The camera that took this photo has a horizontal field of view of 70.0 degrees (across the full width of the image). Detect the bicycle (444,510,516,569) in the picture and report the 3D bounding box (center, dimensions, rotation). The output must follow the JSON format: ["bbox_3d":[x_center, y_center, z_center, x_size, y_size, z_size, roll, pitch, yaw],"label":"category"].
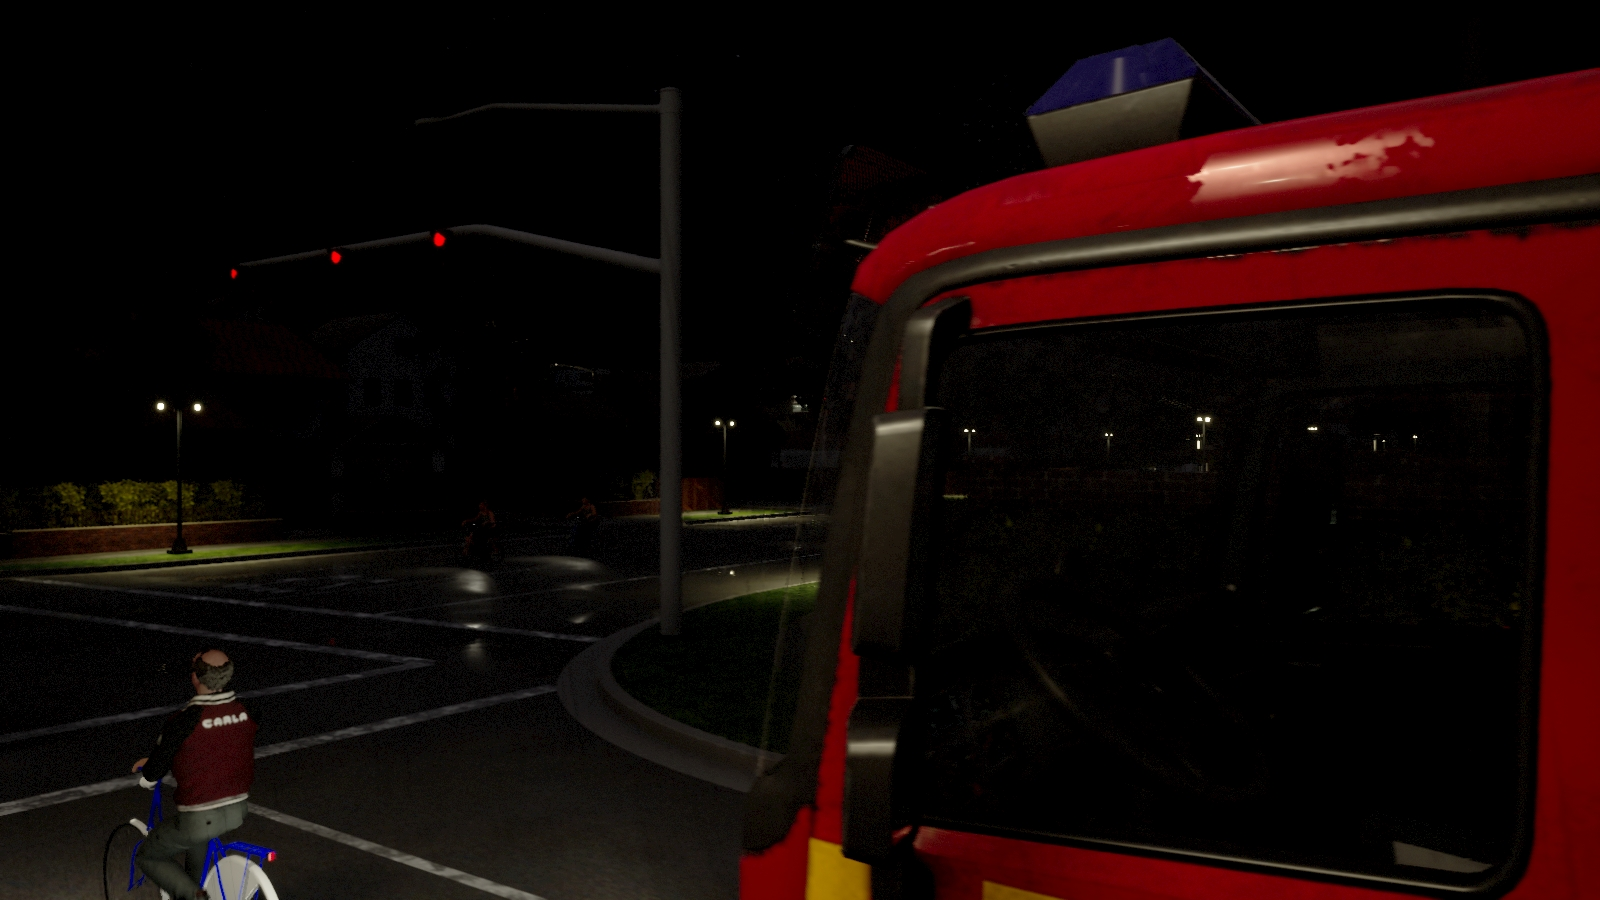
[{"bbox_3d":[-7.746,2.148,27.705,0.859,1.301,1.487,0,0,35],"label":"bicycle"}]

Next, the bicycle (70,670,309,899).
[{"bbox_3d":[-3.293,2.049,6.084,1.835,1.496,0.329,0,0,35],"label":"bicycle"}]

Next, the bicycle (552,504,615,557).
[{"bbox_3d":[-5.813,2.148,30.679,0.859,1.301,1.487,0,0,34],"label":"bicycle"}]
